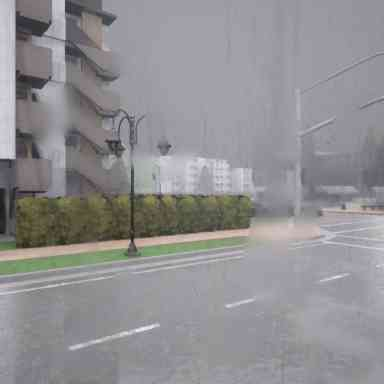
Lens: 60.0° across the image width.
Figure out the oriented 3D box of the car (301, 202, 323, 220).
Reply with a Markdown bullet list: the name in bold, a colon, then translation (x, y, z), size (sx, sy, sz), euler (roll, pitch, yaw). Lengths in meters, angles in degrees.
- **car**: translation (8.877, 1.478, 28.899), size (1.882, 1.535, 5.008), euler (0, 0, -38)

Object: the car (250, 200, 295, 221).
- **car**: translation (5.726, 1.501, 27.236), size (1.837, 1.490, 4.892), euler (0, 1, -38)
